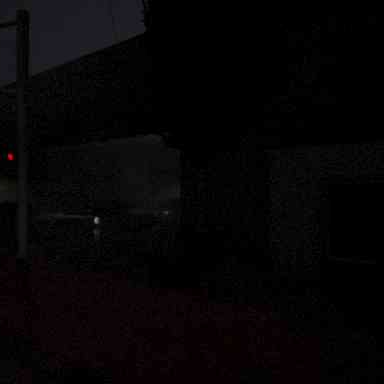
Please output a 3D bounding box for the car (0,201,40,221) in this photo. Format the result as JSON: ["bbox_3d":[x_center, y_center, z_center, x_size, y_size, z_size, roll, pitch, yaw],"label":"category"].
[{"bbox_3d":[-14.221,1.479,25.248,1.882,1.535,5.008,0,0,36],"label":"car"}]

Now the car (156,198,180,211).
[{"bbox_3d":[-2.389,1.479,41.680,1.882,1.535,5.008,0,0,36],"label":"car"}]

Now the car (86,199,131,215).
[{"bbox_3d":[-8.312,1.506,33.459,1.837,1.490,4.892,0,0,36],"label":"car"}]
